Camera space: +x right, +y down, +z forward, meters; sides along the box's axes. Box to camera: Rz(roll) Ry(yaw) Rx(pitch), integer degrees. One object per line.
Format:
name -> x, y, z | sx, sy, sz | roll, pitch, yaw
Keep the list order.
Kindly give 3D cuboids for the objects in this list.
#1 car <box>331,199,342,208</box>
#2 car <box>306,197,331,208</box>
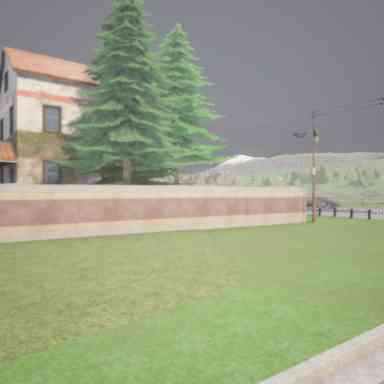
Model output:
car -> 18.875, 1.492, 47.591 | 1.837, 1.490, 4.892 | 0, 0, -36
car -> 16.018, 1.514, 45.563 | 1.812, 1.442, 4.674 | 0, 0, -36
